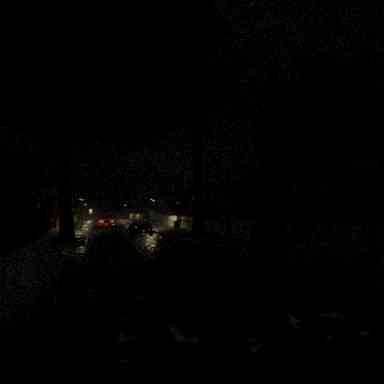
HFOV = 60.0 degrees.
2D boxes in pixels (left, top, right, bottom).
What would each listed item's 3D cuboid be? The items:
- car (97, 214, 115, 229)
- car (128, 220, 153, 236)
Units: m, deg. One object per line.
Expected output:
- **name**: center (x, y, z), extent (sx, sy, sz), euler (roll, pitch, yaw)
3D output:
- **car**: center (-12.115, 4.041, 46.624), extent (2.150, 2.045, 5.566), euler (0, -3, -16)
- **car**: center (-4.916, 3.369, 31.579), extent (1.812, 1.442, 4.674), euler (0, -3, -16)
